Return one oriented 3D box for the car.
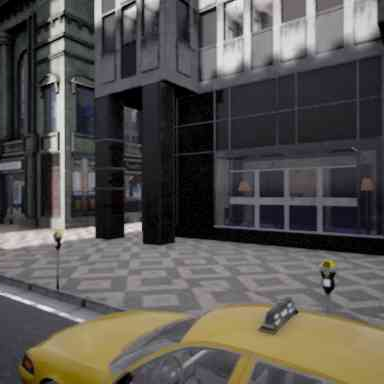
[{"bbox_3d":[0.444,1.533,2.644,4.829,1.417,1.752,-1,0,36],"label":"car"}]
